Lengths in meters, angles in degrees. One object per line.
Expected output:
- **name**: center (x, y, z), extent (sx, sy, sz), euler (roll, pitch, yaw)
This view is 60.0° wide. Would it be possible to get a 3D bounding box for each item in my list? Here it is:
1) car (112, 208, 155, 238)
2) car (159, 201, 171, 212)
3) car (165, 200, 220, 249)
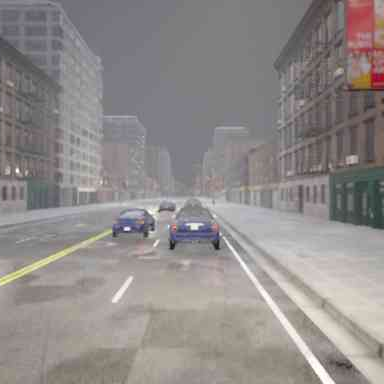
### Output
- **car**: center (-3.146, 1.627, 18.429), extent (1.812, 1.442, 4.674), euler (0, 0, 0)
- **car**: center (-3.141, 1.801, 43.016), extent (1.994, 1.385, 4.181), euler (0, 0, 0)
- **car**: center (0.102, 1.435, 15.235), extent (2.097, 1.767, 4.553), euler (0, 0, 0)
